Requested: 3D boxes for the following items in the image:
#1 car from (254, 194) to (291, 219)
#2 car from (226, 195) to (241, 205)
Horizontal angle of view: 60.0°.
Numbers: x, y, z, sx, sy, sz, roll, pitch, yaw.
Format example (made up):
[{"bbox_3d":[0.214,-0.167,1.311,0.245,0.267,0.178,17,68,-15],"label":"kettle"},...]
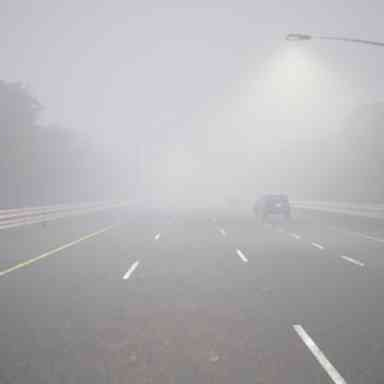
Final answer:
[{"bbox_3d":[7.013,1.226,29.400,2.150,2.045,5.566,0,0,0],"label":"car"},{"bbox_3d":[7.075,1.529,58.048,1.882,1.535,5.008,0,0,0],"label":"car"}]
